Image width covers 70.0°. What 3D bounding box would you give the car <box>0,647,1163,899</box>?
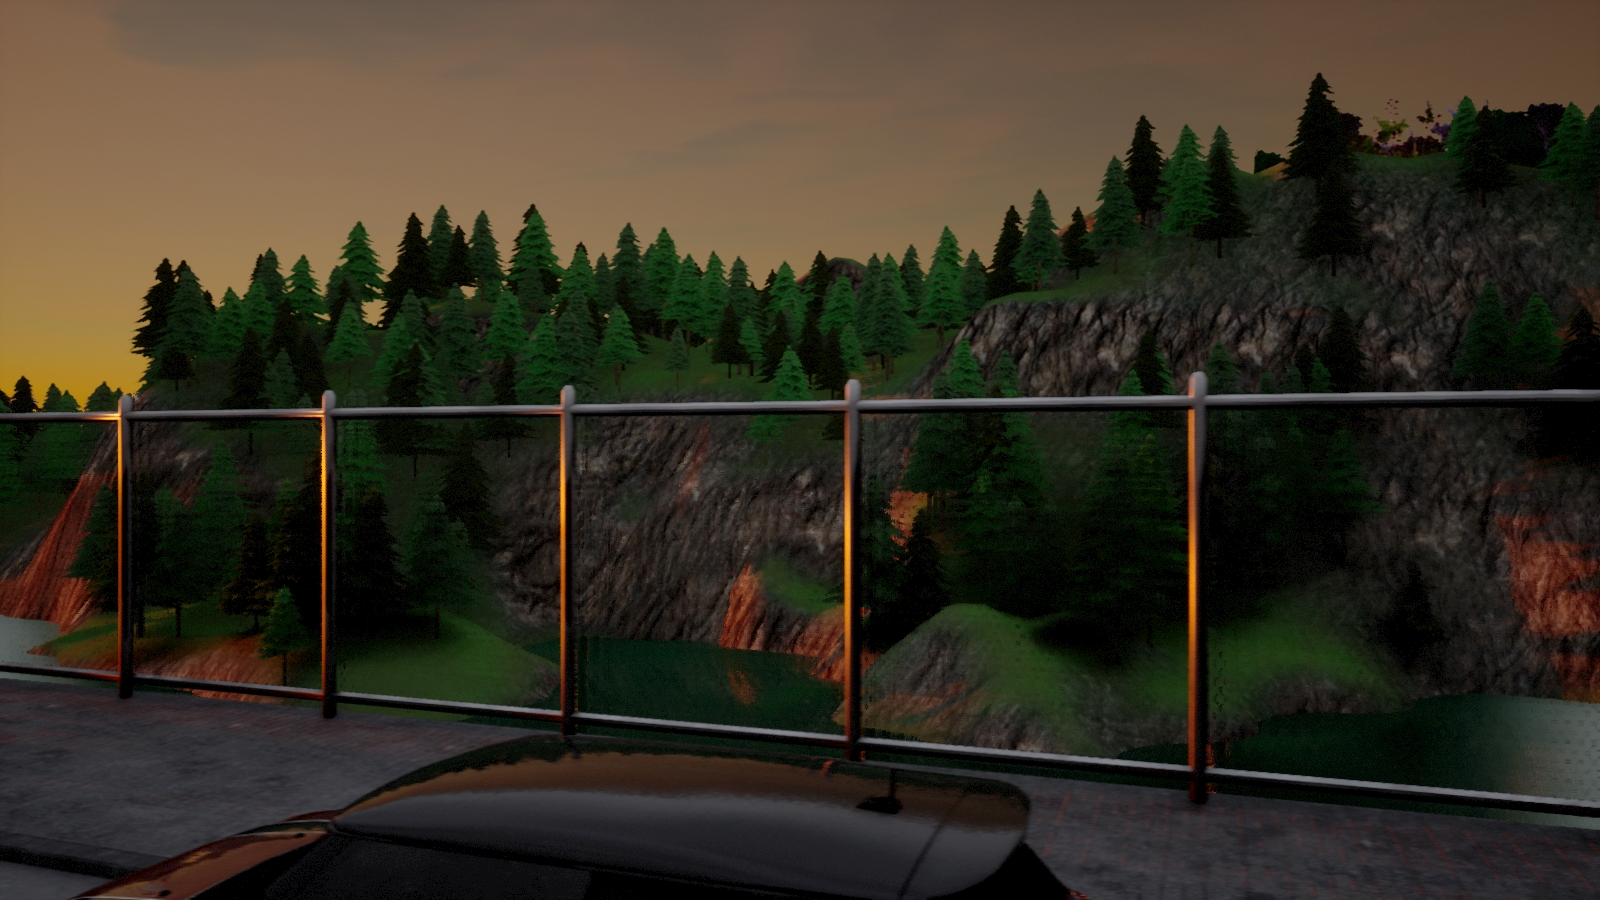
[{"bbox_3d":[-1.098,1.906,4.171,4.553,1.767,2.097,0,0,19],"label":"car"}]
